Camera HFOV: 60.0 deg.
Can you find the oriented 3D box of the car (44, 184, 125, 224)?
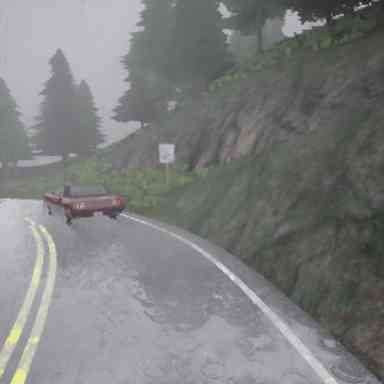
[{"bbox_3d":[-4.339,0.328,12.792,1.895,1.301,4.718,-4,5,-34],"label":"car"}]
